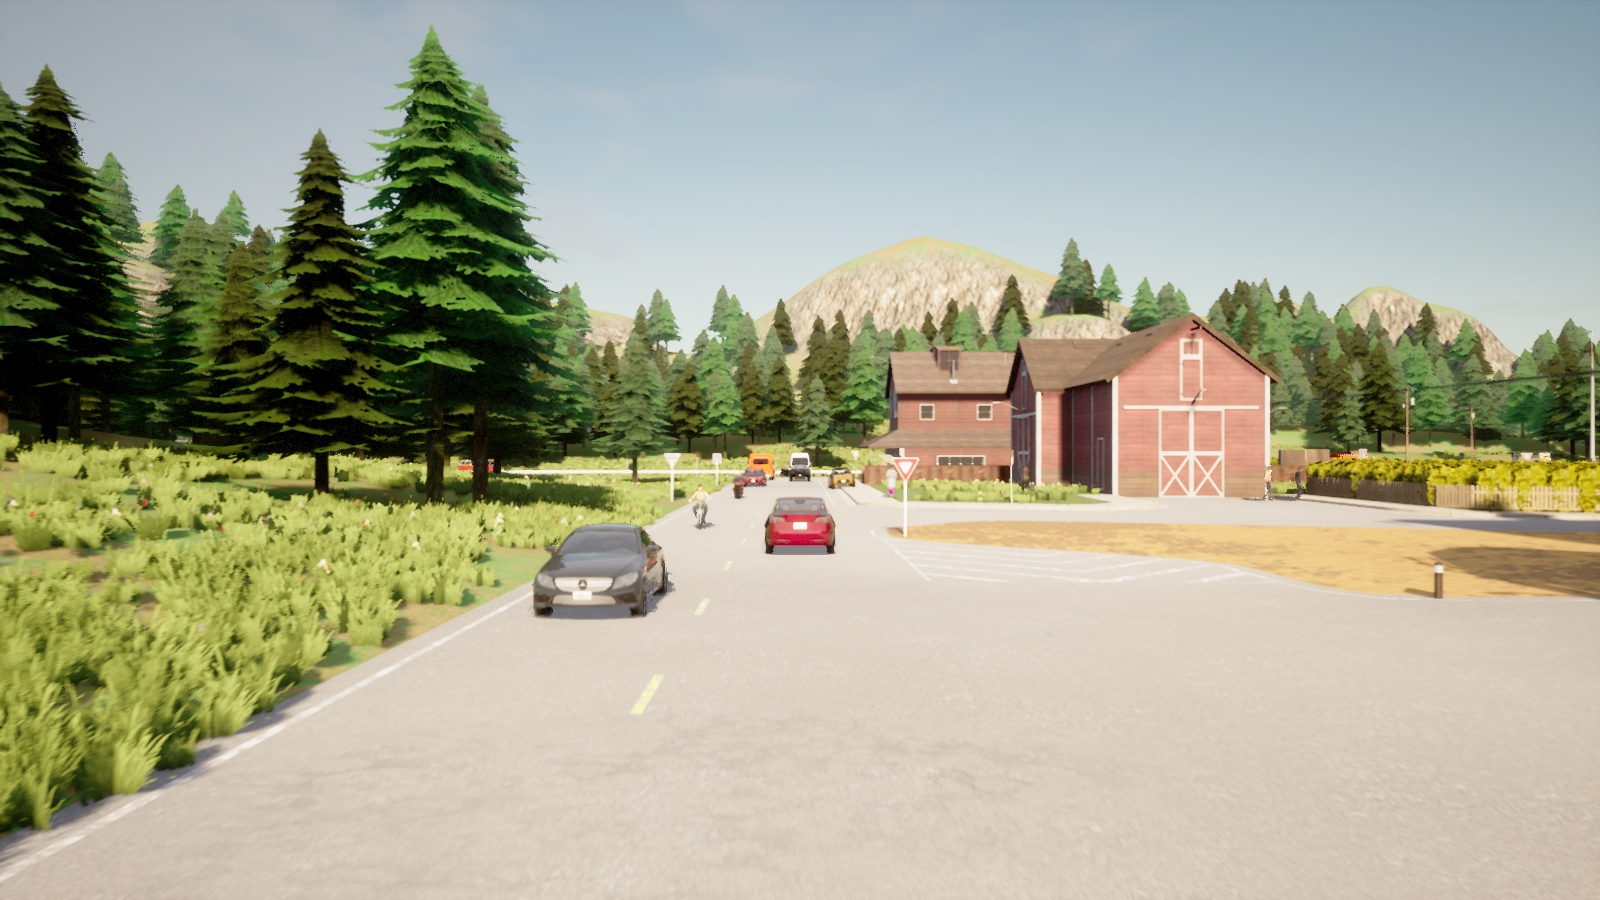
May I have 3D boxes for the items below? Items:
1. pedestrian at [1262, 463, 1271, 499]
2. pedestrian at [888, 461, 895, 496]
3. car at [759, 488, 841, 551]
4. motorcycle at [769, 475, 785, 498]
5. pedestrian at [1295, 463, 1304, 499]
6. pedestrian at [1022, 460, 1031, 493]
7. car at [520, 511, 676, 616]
[{"bbox_3d":[24.525,1.617,60.085,0.375,1.860,0.375,0,0,29],"label":"pedestrian"},{"bbox_3d":[4.996,1.556,62.271,0.375,1.860,0.375,0,0,0],"label":"pedestrian"},{"bbox_3d":[0.001,1.923,32.696,2.163,1.488,4.792,0,0,0],"label":"car"},{"bbox_3d":[-1.300,2.065,65.150,0.867,1.251,2.209,0,0,0],"label":"motorcycle"},{"bbox_3d":[26.174,1.617,59.896,0.375,1.860,0.375,0,0,13],"label":"pedestrian"},{"bbox_3d":[12.868,1.491,64.962,0.375,1.860,0.375,0,0,-38],"label":"pedestrian"},{"bbox_3d":[-3.503,1.941,20.699,2.002,1.442,4.674,0,0,0],"label":"car"}]
